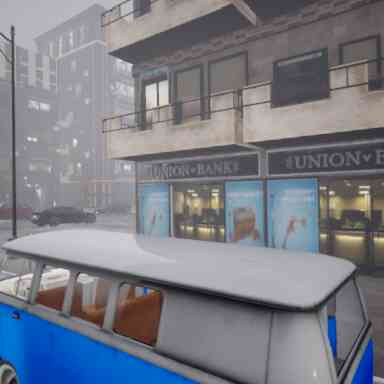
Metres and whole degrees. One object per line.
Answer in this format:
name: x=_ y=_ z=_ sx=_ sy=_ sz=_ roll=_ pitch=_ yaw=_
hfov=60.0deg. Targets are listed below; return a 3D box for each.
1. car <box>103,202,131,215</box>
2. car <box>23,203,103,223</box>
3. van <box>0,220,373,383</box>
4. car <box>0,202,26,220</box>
car: x=-8.612 y=1.795 z=36.407 sx=1.947 sy=1.339 sz=4.313 roll=-2 pitch=-1 yaw=36
car: x=-8.542 y=1.581 z=22.356 sx=1.947 sy=1.339 sz=4.313 roll=-2 pitch=-1 yaw=36
van: x=-0.450 y=1.342 z=3.182 sx=3.998 sy=1.788 sz=1.690 roll=0 pitch=-1 yaw=36
car: x=-15.293 y=1.605 z=27.325 sx=1.967 sy=1.590 sz=4.097 roll=-2 pitch=-1 yaw=36
